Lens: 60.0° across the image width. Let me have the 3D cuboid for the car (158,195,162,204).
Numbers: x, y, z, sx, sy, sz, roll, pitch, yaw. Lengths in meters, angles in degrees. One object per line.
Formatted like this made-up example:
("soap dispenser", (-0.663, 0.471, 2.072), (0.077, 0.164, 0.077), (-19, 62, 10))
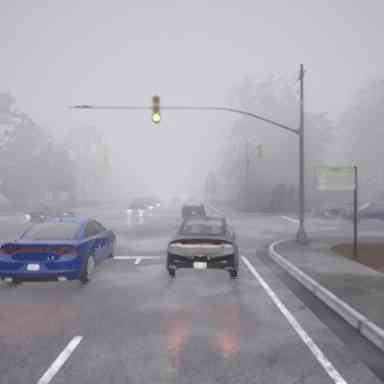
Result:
("car", (-7.003, 1.312, 63.243), (2.097, 1.767, 4.553), (0, 0, 0))

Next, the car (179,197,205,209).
("car", (0.099, 1.460, 28.140), (1.882, 1.535, 5.008), (0, 0, 0))

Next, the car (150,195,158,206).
("car", (-7.031, 1.471, 53.319), (1.837, 1.490, 4.892), (0, 0, 0))

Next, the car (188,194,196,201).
("car", (-0.004, 1.355, 83.052), (1.812, 1.442, 4.674), (0, 0, 0))

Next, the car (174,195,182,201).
("car", (-3.504, 1.471, 85.046), (1.812, 1.442, 4.674), (0, 0, 0))

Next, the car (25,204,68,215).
("car", (-10.566, 1.549, 24.569), (4.181, 1.385, 1.994), (0, 0, 36))

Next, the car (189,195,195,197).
("car", (-0.003, 1.472, 73.017), (2.128, 1.511, 4.902), (0, 0, 0))

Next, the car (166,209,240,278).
("car", (0.428, 1.485, 10.128), (2.128, 1.511, 4.902), (0, 0, 6))

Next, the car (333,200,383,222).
("car", (13.702, 1.510, 25.399), (4.674, 1.442, 1.812), (0, 0, 3))

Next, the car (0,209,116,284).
("car", (-3.511, 1.472, 9.645), (1.882, 1.535, 5.008), (0, 0, -2))

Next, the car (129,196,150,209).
("car", (-7.081, 1.477, 43.951), (1.837, 1.490, 4.892), (0, 0, 0))

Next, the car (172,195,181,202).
("car", (-3.503, 1.548, 74.773), (1.895, 1.301, 4.718), (0, 0, 0))

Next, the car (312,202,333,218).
("car", (12.996, 1.473, 28.959), (4.902, 1.511, 2.128), (0, 0, 4))
